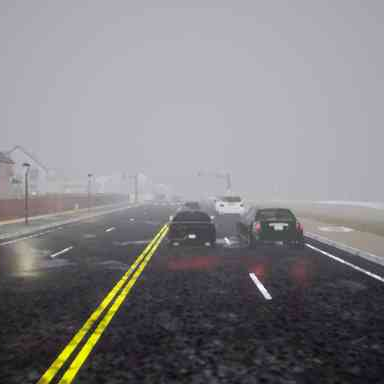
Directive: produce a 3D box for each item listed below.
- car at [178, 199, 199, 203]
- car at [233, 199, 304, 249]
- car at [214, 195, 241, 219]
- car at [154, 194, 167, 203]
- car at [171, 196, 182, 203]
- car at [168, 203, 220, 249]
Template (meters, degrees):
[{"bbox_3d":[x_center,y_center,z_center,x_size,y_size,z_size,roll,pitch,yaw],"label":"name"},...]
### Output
[{"bbox_3d":[0.000,1.540,29.651,1.812,1.442,4.674,0,0,0],"label":"car"},{"bbox_3d":[3.250,1.366,14.620,2.097,1.767,4.553,0,0,0],"label":"car"},{"bbox_3d":[3.250,1.264,29.681,2.150,2.045,5.566,0,0,0],"label":"car"},{"bbox_3d":[-6.499,1.380,69.205,2.150,2.045,5.566,0,0,0],"label":"car"},{"bbox_3d":[-3.250,1.617,69.235,1.837,1.490,4.892,0,0,0],"label":"car"},{"bbox_3d":[0.000,1.484,14.650,1.882,1.535,5.008,0,0,0],"label":"car"}]
